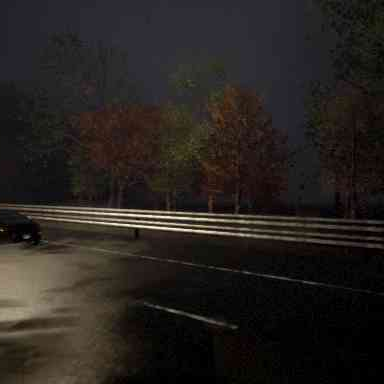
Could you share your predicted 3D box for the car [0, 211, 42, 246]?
[{"bbox_3d":[-8.176,1.532,14.065,4.674,1.442,1.812,0,0,36],"label":"car"}]
